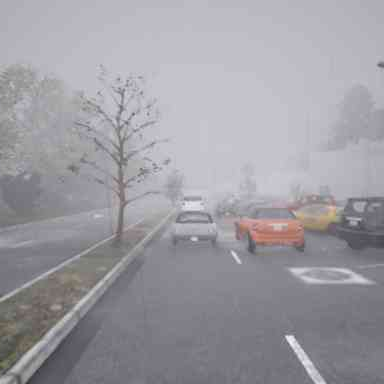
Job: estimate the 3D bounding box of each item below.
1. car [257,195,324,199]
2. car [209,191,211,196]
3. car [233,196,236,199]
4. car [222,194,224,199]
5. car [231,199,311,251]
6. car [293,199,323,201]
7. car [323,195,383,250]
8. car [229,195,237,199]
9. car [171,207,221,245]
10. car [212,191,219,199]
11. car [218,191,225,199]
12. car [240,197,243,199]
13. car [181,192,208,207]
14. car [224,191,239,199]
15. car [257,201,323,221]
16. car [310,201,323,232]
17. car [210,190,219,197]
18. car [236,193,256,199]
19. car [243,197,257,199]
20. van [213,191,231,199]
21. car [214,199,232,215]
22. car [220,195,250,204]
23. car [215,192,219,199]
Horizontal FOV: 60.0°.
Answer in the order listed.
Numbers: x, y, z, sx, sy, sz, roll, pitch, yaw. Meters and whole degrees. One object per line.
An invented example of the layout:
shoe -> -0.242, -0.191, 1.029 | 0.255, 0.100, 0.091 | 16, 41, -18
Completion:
car -> 8.050, 1.224, 24.386 | 5.566, 2.045, 2.435 | 1, 0, -20
car -> 8.064, 1.030, 93.397 | 4.892, 1.521, 2.231 | 1, 0, -20
car -> 8.073, 1.565, 42.406 | 4.674, 1.452, 2.002 | 1, 0, -20
car -> 7.899, 1.493, 51.358 | 5.366, 1.575, 1.946 | 1, 1, -20
car -> 3.093, 1.325, 14.068 | 2.097, 1.767, 4.553 | 0, 0, 0
car -> 7.897, 1.462, 21.334 | 5.366, 1.575, 1.946 | 1, 0, -20
car -> 8.098, 1.209, 12.417 | 5.566, 2.045, 2.435 | 1, 0, -20
car -> 8.096, 1.548, 45.431 | 4.792, 1.488, 2.163 | 1, 0, -20
car -> 0.097, 1.575, 15.420 | 1.895, 1.301, 4.718 | 0, 0, 0
car -> 8.045, 1.206, 81.433 | 4.792, 1.488, 2.163 | 1, 1, -20
car -> 8.048, 1.208, 57.410 | 5.566, 2.045, 2.435 | 1, 1, -20
car -> 8.073, 1.554, 36.406 | 4.674, 1.452, 2.002 | 1, 0, -20
car -> 0.098, 1.234, 31.520 | 2.150, 2.045, 5.566 | 0, 0, 0
car -> 8.099, 1.260, 48.429 | 5.566, 2.045, 2.435 | 1, 0, -20
car -> 8.045, 1.513, 27.389 | 4.792, 1.488, 2.163 | 1, 0, -20
car -> 8.244, 1.463, 18.468 | 5.366, 1.575, 1.946 | 1, 0, -20
car -> 8.042, 0.977, 87.421 | 4.553, 1.767, 2.185 | 1, 0, -20
car -> 8.103, 1.394, 39.417 | 4.553, 1.767, 2.185 | 1, 0, -20
car -> 8.064, 1.506, 33.406 | 5.008, 1.535, 2.097 | 1, 0, -20
van -> 8.182, 0.841, 90.455 | 4.442, 1.987, 1.878 | 1, 0, -20
car -> 3.098, 1.612, 31.102 | 1.895, 1.301, 4.718 | 0, 0, 0
car -> 8.242, 1.396, 63.504 | 5.366, 1.575, 1.946 | 1, 0, -20
car -> 8.045, 1.355, 69.428 | 4.792, 1.488, 2.163 | 1, 1, -20
